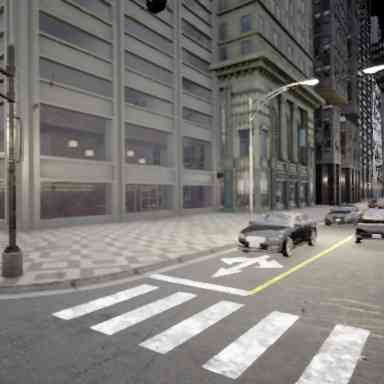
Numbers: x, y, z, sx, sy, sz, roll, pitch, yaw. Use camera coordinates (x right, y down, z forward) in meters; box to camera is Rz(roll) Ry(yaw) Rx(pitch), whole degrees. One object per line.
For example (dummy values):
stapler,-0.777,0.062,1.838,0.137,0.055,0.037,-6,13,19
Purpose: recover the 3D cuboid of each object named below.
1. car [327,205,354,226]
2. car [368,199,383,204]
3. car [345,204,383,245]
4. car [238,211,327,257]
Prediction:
car,10.660,1.623,23.187,1.994,1.385,4.181,-1,0,36
car,21.338,1.537,37.863,1.882,1.535,5.008,-1,-1,36
car,8.736,1.518,15.117,2.128,1.511,4.902,-1,0,36
car,3.558,1.549,13.369,2.128,1.511,4.902,-1,0,36
